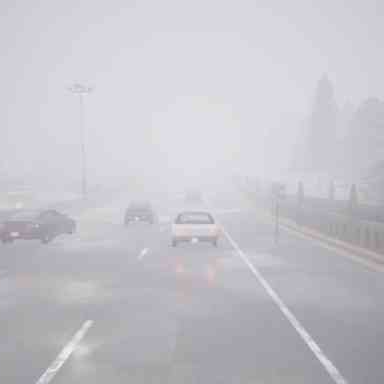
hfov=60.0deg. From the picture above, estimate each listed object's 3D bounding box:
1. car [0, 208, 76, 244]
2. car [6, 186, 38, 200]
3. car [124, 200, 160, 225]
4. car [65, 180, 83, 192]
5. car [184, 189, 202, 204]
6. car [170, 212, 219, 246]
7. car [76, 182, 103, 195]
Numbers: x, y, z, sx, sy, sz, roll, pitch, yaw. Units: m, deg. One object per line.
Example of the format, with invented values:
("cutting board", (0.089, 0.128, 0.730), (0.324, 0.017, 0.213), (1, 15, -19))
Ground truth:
("car", (-6.893, 1.456, 15.224), (1.812, 1.442, 4.674), (0, 0, 0))
("car", (-21.055, 0.088, 41.316), (1.882, 1.535, 5.008), (0, 6, 0))
("car", (-3.390, 1.322, 22.790), (1.837, 1.490, 4.892), (0, 1, 0))
("car", (-17.529, -0.926, 50.274), (2.128, 1.511, 4.902), (0, 7, 1))
("car", (0.116, 0.441, 37.888), (1.837, 1.490, 4.892), (0, 5, 0))
("car", (0.107, 1.532, 14.858), (1.895, 1.301, 4.718), (0, 0, 0))
("car", (-14.036, -0.475, 46.985), (2.033, 1.411, 5.357), (0, 7, 1))
